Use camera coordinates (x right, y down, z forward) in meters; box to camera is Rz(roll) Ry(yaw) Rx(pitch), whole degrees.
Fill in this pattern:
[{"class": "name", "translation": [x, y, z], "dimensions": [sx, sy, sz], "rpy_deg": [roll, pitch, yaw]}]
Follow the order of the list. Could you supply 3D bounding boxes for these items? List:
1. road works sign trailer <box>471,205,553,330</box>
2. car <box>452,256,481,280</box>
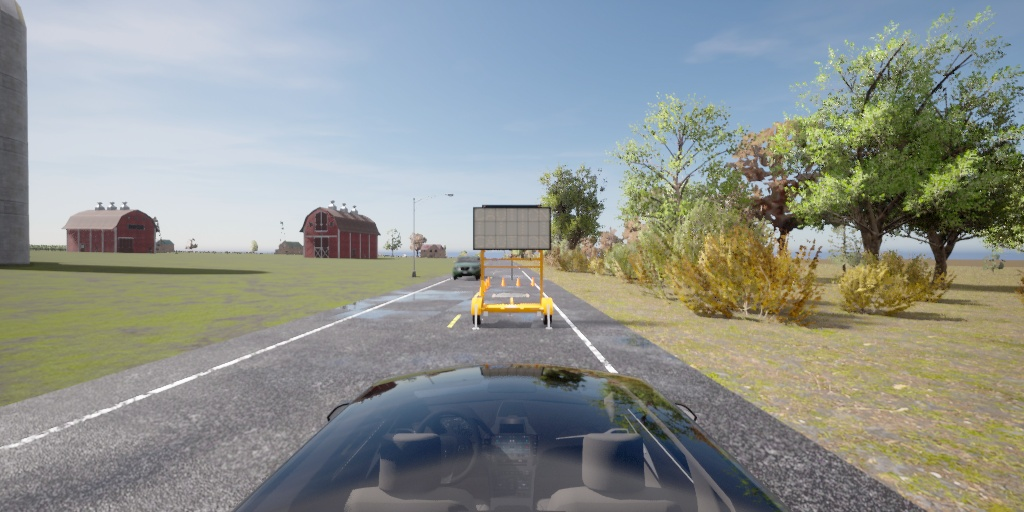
[{"class": "road works sign trailer", "translation": [-0.002, 0.218, 11.183], "dimensions": [2.380, 3.560, 2.880], "rpy_deg": [0, 0, -1]}, {"class": "car", "translation": [-3.770, 0.986, 31.231], "dimensions": [2.150, 2.045, 5.566], "rpy_deg": [0, 0, -1]}]
